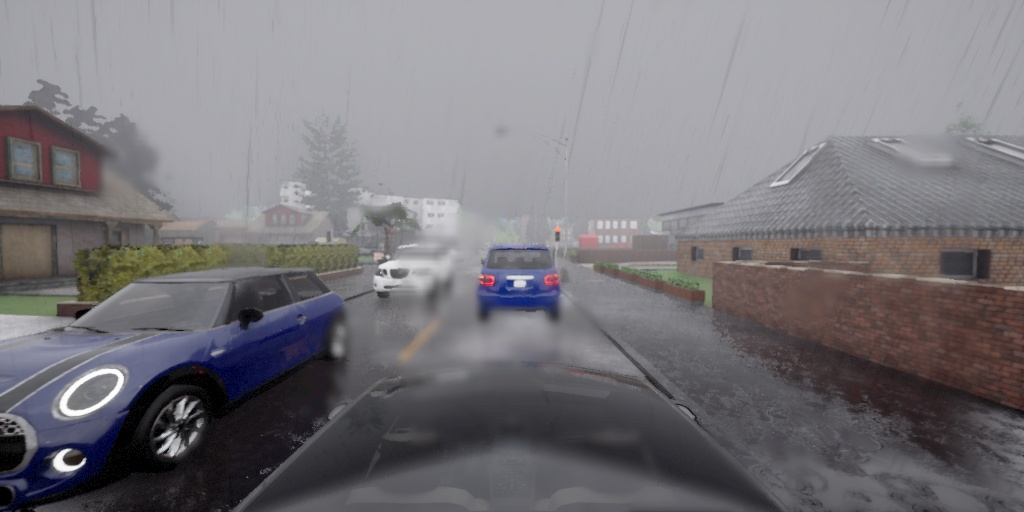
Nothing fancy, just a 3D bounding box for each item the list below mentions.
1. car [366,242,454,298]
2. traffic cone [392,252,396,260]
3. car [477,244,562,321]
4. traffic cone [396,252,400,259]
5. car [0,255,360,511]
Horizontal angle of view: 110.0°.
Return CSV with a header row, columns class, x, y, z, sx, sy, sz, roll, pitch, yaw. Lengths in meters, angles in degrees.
class,x,y,z,sx,sy,sz,roll,pitch,yaw
car,-3.892,0.505,15.249,2.150,2.045,5.566,0,2,0
traffic cone,-15.401,0.030,45.918,0.344,0.586,0.344,0,0,0
car,0.190,0.652,11.024,2.150,2.045,5.566,0,2,0
traffic cone,-15.035,0.008,46.484,0.344,0.586,0.344,0,0,0
car,-4.059,0.995,4.694,2.097,1.767,4.553,0,2,1
